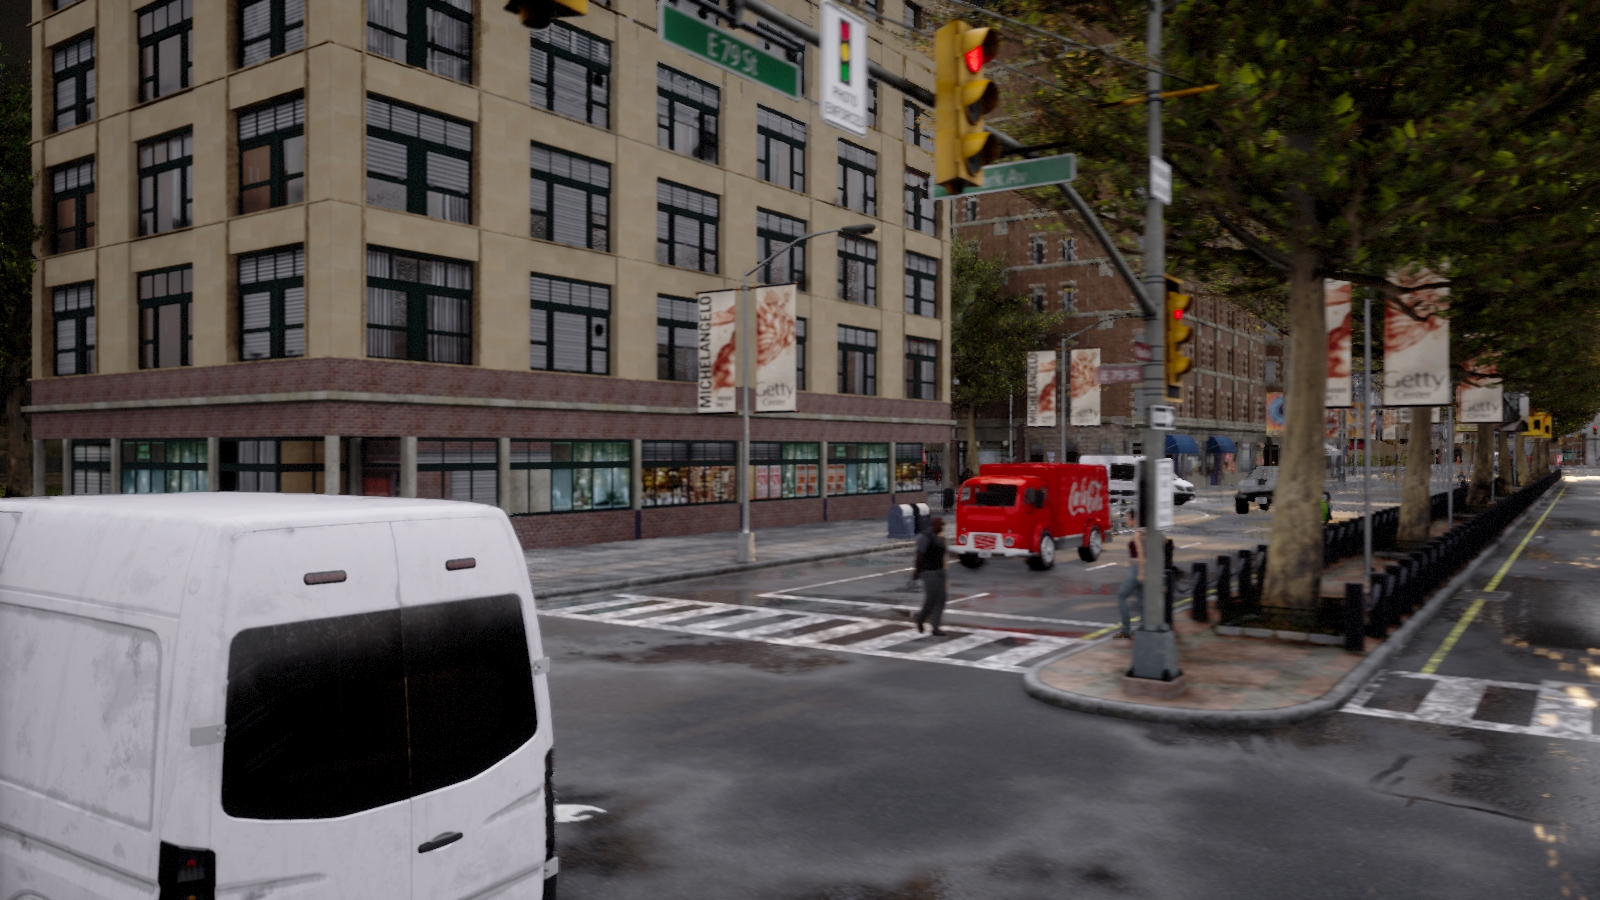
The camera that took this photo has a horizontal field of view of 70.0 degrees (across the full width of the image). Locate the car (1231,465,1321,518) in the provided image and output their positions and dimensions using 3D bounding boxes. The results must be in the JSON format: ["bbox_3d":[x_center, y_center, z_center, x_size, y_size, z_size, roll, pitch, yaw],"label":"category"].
[{"bbox_3d":[21.143,1.751,50.585,2.390,2.098,6.274,0,0,35],"label":"car"}]

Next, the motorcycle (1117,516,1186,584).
[{"bbox_3d":[7.777,2.168,25.198,0.764,1.277,2.356,0,0,35],"label":"motorcycle"}]

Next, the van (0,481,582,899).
[{"bbox_3d":[-4.096,1.533,6.665,5.915,2.561,1.988,0,0,35],"label":"van"}]

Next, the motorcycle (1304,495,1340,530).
[{"bbox_3d":[18.710,2.211,40.943,0.803,1.145,2.033,0,0,35],"label":"motorcycle"}]

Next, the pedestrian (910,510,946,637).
[{"bbox_3d":[1.933,1.847,17.257,0.375,1.860,0.375,0,0,-41],"label":"pedestrian"}]

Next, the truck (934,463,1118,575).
[{"bbox_3d":[5.720,1.571,28.364,2.627,2.467,5.204,0,0,35],"label":"truck"}]

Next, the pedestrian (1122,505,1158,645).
[{"bbox_3d":[4.669,1.703,15.682,0.375,1.860,0.375,0,0,34],"label":"pedestrian"}]

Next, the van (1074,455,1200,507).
[{"bbox_3d":[17.223,1.532,58.576,5.915,2.561,1.988,0,0,41],"label":"van"}]
